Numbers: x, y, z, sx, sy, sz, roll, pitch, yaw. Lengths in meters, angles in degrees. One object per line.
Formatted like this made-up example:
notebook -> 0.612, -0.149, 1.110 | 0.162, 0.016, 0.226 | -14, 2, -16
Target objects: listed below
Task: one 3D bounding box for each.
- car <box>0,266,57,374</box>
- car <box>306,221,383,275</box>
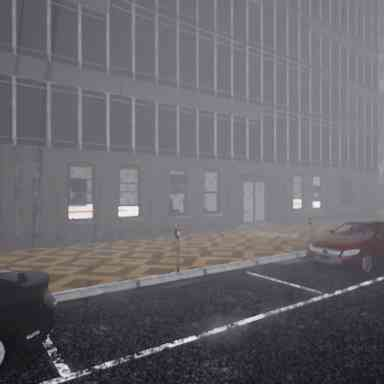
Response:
car -> -3.909, 1.552, 3.771 | 4.403, 1.369, 2.008 | 0, 0, -36
car -> 5.358, 1.572, 10.384 | 4.206, 1.307, 1.802 | 0, 0, -36
